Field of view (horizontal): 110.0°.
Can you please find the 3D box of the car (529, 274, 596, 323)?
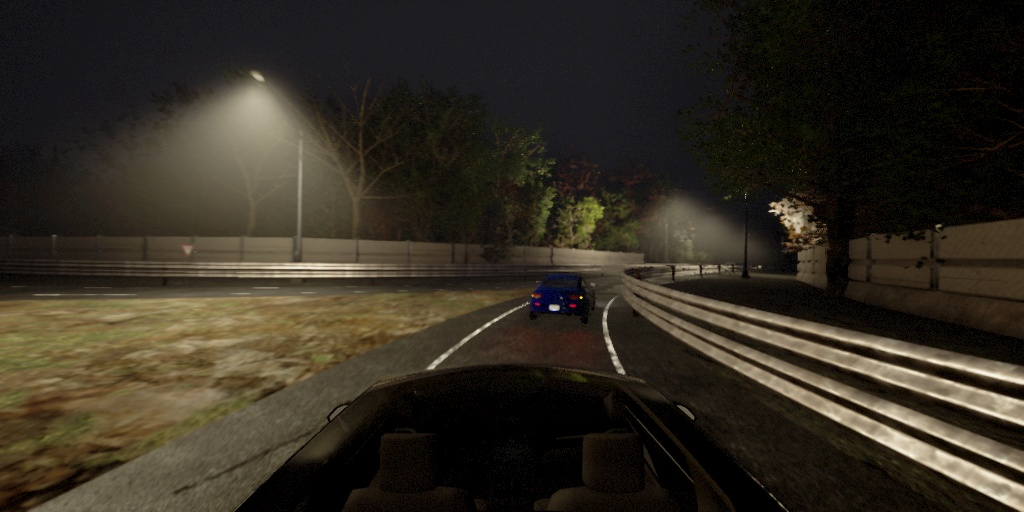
[{"bbox_3d":[1.867,1.332,12.505,1.812,1.442,4.674,1,0,16],"label":"car"}]
